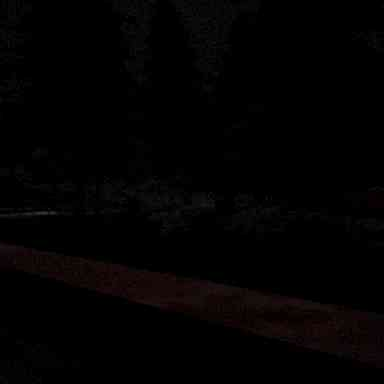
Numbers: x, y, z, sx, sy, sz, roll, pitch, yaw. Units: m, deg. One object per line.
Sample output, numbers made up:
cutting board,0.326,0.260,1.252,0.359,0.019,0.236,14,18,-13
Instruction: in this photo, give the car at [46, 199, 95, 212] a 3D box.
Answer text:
car,-12.196,1.314,33.699,1.895,1.301,4.718,0,0,35

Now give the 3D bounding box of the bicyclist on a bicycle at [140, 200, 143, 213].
bicyclist on a bicycle,-5.117,1.051,29.946,1.656,1.620,0.582,0,0,22

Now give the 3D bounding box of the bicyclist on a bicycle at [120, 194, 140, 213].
bicyclist on a bicycle,-5.677,1.049,29.461,1.656,1.620,0.582,0,0,15
